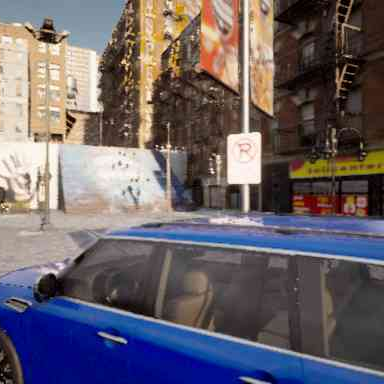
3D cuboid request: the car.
[{"bbox_3d":[0.108,1.230,3.143,5.566,2.045,2.150,0,0,35],"label":"car"}]
